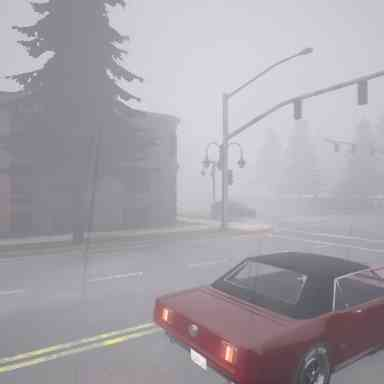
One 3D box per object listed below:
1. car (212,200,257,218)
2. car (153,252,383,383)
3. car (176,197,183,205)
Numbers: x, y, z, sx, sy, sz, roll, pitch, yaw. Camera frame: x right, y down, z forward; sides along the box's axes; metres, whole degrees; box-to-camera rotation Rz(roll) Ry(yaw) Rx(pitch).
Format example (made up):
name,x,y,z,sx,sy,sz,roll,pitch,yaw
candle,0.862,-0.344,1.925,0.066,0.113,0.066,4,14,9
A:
name,x,y,z,sx,sy,sz,roll,pitch,yaw
car,3.717,1.505,29.861,1.837,1.490,4.892,0,0,-33
car,1.919,1.601,5.001,4.718,1.301,1.895,0,0,-34
car,-3.374,1.526,60.065,1.812,1.442,4.674,0,0,-33
